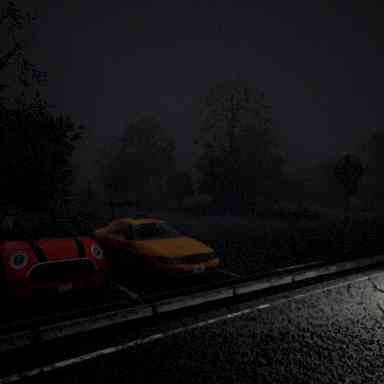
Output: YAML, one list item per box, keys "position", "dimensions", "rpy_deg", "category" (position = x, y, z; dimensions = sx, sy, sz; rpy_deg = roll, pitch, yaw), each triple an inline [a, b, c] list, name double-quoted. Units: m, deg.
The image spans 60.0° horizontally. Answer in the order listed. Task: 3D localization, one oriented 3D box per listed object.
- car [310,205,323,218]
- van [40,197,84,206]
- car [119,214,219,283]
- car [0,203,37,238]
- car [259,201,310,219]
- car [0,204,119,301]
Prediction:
- position: [11.271, 1.746, 34.603]
  dimensions: [2.185, 1.767, 4.553]
  rpy_deg: [1, -1, -36]
  category: "car"
- position: [-8.083, 1.266, 20.472]
  dimensions: [1.878, 1.987, 4.442]
  rpy_deg: [0, 0, -36]
  category: "van"
- position: [-1.390, 1.484, 10.089]
  dimensions: [1.946, 1.575, 5.366]
  rpy_deg: [0, 0, -36]
  category: "car"
- position: [-10.526, 1.475, 19.081]
  dimensions: [1.946, 1.575, 5.366]
  rpy_deg: [0, 0, -36]
  category: "car"
- position: [8.724, 1.844, 32.709]
  dimensions: [2.002, 1.452, 4.674]
  rpy_deg: [2, -1, -36]
  category: "car"
- position: [-3.881, 1.347, 8.557]
  dimensions: [2.185, 1.767, 4.553]
  rpy_deg: [0, 0, -36]
  category: "car"
